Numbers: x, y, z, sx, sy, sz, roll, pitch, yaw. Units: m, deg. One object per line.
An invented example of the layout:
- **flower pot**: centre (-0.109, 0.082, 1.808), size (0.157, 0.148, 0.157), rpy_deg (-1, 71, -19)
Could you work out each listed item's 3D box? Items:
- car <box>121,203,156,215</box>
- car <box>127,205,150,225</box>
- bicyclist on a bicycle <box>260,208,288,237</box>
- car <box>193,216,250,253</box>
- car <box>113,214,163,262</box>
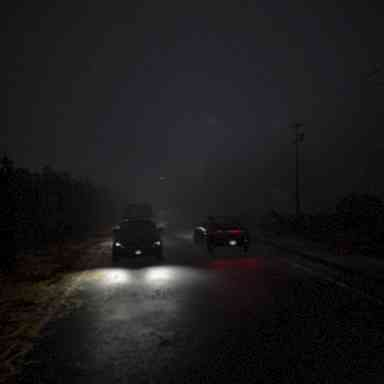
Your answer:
- **car**: centre (-3.804, 1.846, 23.664), size (2.150, 2.045, 5.566), rpy_deg (0, -1, -10)
- **car**: centre (-5.403, 2.240, 33.792), size (2.097, 1.767, 4.553), rpy_deg (0, -1, -9)
- **bicyclist on a bicycle**: centre (4.594, 1.726, 18.637), size (1.656, 1.620, 0.582), rpy_deg (-1, -1, -9)
- **car**: centre (1.245, 1.875, 15.699), size (2.128, 1.511, 4.902), rpy_deg (0, -1, -9)
- **car**: centre (-2.244, 1.896, 13.909), size (1.812, 1.442, 4.674), rpy_deg (0, -1, -9)
